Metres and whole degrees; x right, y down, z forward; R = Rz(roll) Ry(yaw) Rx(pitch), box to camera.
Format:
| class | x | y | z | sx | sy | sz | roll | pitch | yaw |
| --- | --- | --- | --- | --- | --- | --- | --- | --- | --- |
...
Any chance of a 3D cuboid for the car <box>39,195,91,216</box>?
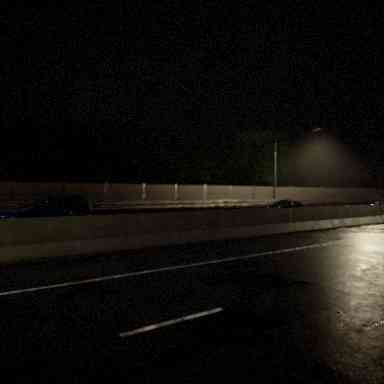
| class | x | y | z | sx | sy | sz | roll | pitch | yaw |
| --- | --- | --- | --- | --- | --- | --- | --- | --- | --- |
| car | -10.879 | 1.243 | 26.339 | 5.566 | 2.045 | 2.150 | 1 | 0 | -36 |

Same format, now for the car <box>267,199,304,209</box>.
| class | x | y | z | sx | sy | sz | roll | pitch | yaw |
| --- | --- | --- | --- | --- | --- | --- | --- | --- | --- |
| car | 10.557 | 1.605 | 37.347 | 4.892 | 1.490 | 1.837 | 1 | -1 | -35 |

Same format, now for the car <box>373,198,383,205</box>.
| class | x | y | z | sx | sy | sz | roll | pitch | yaw |
| --- | --- | --- | --- | --- | --- | --- | --- | --- | --- |
| car | 33.553 | 1.745 | 58.284 | 4.902 | 1.511 | 2.128 | 0 | 0 | -36 |

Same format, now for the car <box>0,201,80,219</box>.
| class | x | y | z | sx | sy | sz | roll | pitch | yaw |
| --- | --- | --- | --- | --- | --- | --- | --- | --- | --- |
| car | -10.383 | 1.539 | 22.390 | 4.674 | 1.442 | 1.812 | 0 | 0 | -36 |
